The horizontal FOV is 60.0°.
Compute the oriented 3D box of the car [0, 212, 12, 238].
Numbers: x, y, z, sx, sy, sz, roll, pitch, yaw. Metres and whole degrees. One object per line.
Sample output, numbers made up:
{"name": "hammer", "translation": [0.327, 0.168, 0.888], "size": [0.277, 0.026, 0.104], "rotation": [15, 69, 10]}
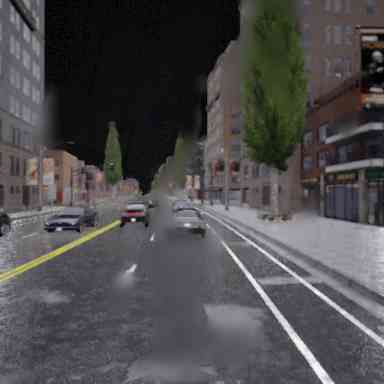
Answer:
{"name": "car", "translation": [-10.126, 1.507, 15.108], "size": [2.128, 1.511, 4.902], "rotation": [0, 0, -2]}

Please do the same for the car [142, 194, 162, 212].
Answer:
{"name": "car", "translation": [-4.801, 1.270, 39.828], "size": [2.150, 2.045, 5.566], "rotation": [0, 0, -5]}

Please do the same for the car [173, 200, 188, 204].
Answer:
{"name": "car", "translation": [-1.220, 1.586, 35.397], "size": [2.033, 1.411, 5.357], "rotation": [0, 0, -4]}

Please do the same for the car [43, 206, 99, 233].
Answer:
{"name": "car", "translation": [-7.031, 1.567, 20.059], "size": [2.033, 1.411, 5.357], "rotation": [0, 0, -2]}

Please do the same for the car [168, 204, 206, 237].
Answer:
{"name": "car", "translation": [-0.301, 1.577, 18.176], "size": [1.994, 1.385, 4.181], "rotation": [0, 0, -2]}

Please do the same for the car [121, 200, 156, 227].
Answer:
{"name": "car", "translation": [-3.782, 1.525, 23.307], "size": [1.837, 1.490, 4.892], "rotation": [0, 0, -2]}
